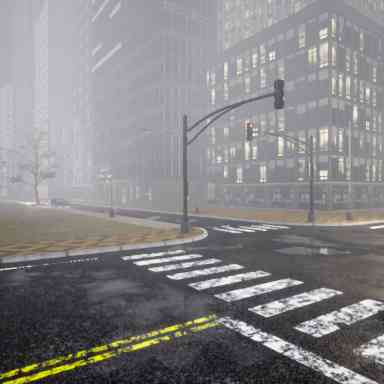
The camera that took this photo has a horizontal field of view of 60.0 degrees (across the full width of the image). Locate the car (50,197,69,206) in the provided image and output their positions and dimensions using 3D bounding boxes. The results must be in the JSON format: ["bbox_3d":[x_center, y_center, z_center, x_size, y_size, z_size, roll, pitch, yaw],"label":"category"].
[{"bbox_3d":[-21.668,1.553,54.255,2.033,1.411,5.357,0,0,-35],"label":"car"}]
